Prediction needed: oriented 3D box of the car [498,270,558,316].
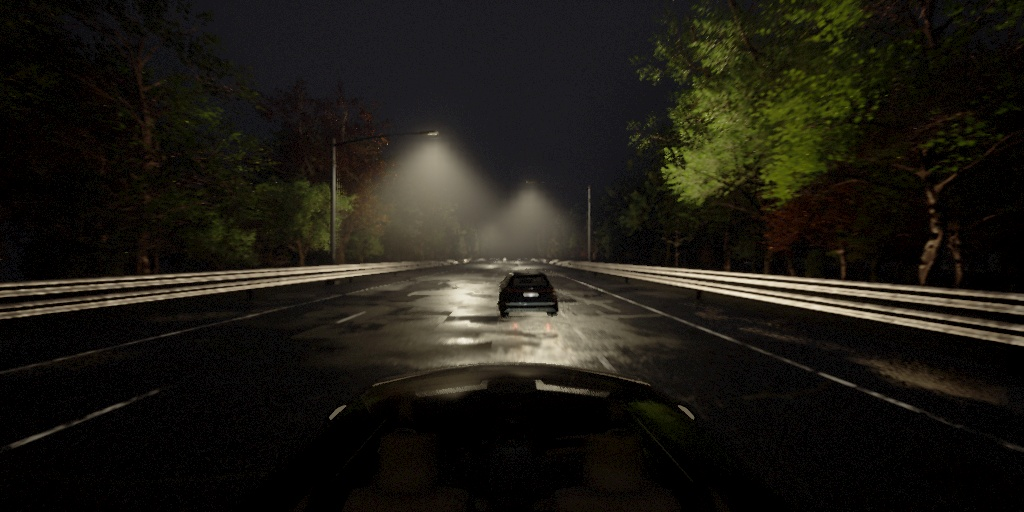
[{"bbox_3d":[0.494,1.319,13.521,2.033,1.649,4.856,0,-1,-3],"label":"car"}]
